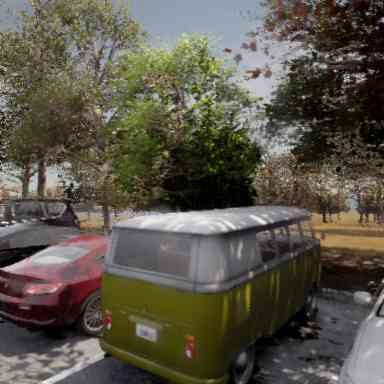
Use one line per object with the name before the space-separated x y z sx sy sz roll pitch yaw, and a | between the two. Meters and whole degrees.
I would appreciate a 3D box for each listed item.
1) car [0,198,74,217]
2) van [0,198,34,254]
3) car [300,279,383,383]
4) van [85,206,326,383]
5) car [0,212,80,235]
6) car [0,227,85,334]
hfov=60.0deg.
car | -6.085 1.238 10.070 2.435 2.045 5.566 0 0 36
van | -8.256 1.266 11.798 1.878 1.987 4.442 0 0 36
car | 2.953 1.520 3.659 2.002 1.452 4.674 0 0 36
van | 0.763 1.256 5.361 1.878 1.987 4.442 0 0 36
car | -3.716 1.487 8.407 2.097 1.535 5.008 0 0 36
car | -1.458 1.525 6.800 2.002 1.452 4.674 0 0 36
